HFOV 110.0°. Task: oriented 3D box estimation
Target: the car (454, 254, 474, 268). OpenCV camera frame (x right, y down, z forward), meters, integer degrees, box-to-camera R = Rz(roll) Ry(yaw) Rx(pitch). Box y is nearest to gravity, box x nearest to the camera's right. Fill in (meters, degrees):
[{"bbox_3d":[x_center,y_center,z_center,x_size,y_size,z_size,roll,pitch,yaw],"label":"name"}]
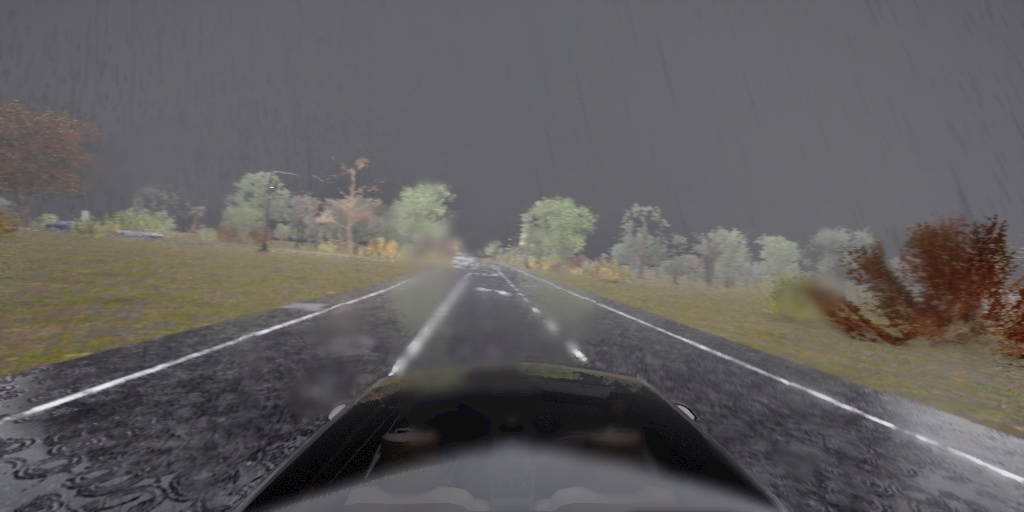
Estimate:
[{"bbox_3d":[-7.373,0.696,53.775,2.150,2.045,5.566,5,-1,-5],"label":"car"}]
